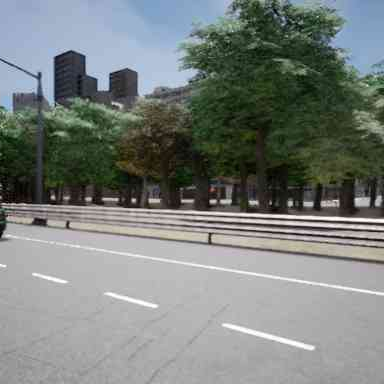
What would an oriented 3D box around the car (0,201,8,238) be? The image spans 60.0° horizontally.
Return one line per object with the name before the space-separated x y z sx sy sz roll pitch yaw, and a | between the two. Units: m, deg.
car | -11.136 1.218 16.132 5.566 2.045 2.150 0 0 36
